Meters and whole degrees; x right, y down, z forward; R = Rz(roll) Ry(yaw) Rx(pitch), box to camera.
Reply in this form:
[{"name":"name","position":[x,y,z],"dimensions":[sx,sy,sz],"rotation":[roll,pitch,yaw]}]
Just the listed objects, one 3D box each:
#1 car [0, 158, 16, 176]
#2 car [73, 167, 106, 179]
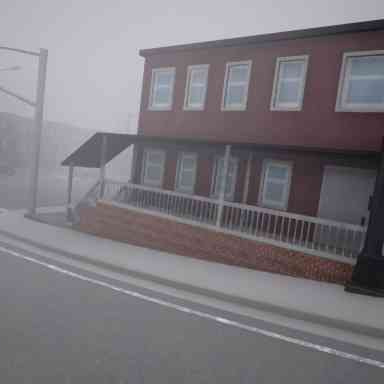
[{"name":"car","position":[-20.273,-2.662,33.268],"dimensions":[2.097,1.767,4.553],"rotation":[10,6,35]},{"name":"car","position":[-13.216,-2.483,43.037],"dimensions":[1.812,1.442,4.674],"rotation":[10,6,35]}]
